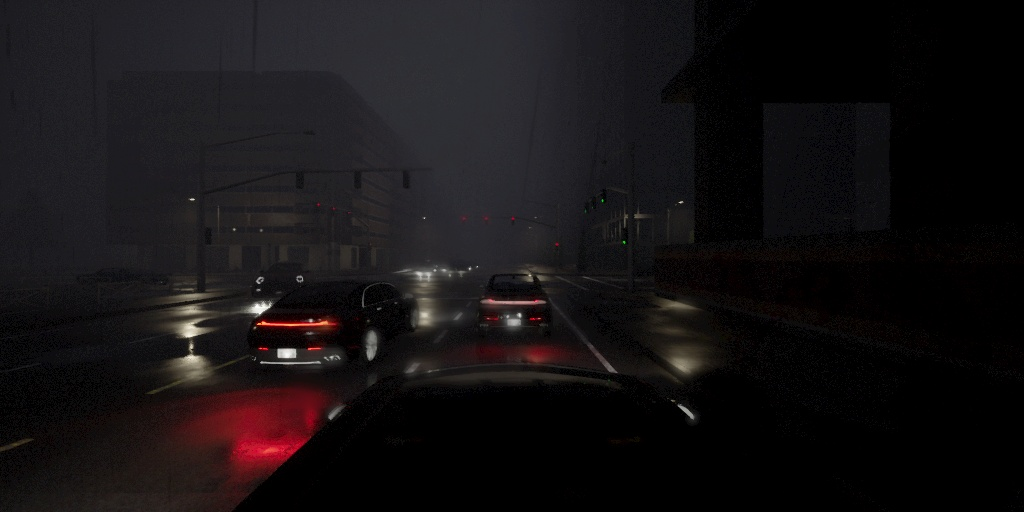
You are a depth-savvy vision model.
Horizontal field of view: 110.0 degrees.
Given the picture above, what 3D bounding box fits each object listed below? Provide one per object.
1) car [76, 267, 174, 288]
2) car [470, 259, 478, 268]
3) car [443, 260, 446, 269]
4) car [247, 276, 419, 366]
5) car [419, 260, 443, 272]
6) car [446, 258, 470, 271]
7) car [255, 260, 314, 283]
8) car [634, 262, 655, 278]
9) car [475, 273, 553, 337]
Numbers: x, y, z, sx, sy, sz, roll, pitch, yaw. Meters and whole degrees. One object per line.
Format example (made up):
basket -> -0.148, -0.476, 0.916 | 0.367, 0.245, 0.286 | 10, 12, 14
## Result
car -> -25.317, 1.406, 23.621 | 4.718, 1.301, 1.895 | 0, 0, 0
car -> -7.437, 1.314, 60.327 | 1.994, 1.385, 4.181 | 0, 0, 1
car -> -10.979, 1.351, 56.882 | 1.895, 1.301, 4.718 | 0, 0, 1
car -> -3.454, 1.255, 7.953 | 1.837, 1.490, 4.892 | 0, 0, 0
car -> -11.005, 1.242, 47.538 | 2.128, 1.511, 4.902 | 0, 0, 0
car -> -7.512, 1.228, 50.310 | 1.882, 1.535, 5.008 | 0, 0, 0
car -> -11.527, 1.109, 18.443 | 2.097, 1.767, 4.553 | 0, 0, -23
car -> 13.932, 1.297, 34.272 | 4.902, 1.511, 2.128 | 0, 0, 0
car -> 0.055, 1.242, 10.274 | 2.128, 1.511, 4.902 | 0, 0, 0
